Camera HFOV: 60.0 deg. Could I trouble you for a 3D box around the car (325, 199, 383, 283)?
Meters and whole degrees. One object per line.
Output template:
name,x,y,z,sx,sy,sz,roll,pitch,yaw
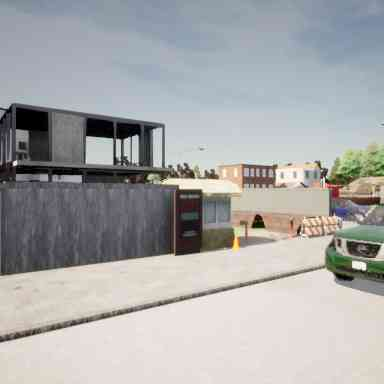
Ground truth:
car,5.891,1.221,8.640,5.566,2.045,2.150,0,0,-33

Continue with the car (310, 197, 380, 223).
car,11.937,1.352,26.195,2.097,1.767,4.553,0,0,-36
